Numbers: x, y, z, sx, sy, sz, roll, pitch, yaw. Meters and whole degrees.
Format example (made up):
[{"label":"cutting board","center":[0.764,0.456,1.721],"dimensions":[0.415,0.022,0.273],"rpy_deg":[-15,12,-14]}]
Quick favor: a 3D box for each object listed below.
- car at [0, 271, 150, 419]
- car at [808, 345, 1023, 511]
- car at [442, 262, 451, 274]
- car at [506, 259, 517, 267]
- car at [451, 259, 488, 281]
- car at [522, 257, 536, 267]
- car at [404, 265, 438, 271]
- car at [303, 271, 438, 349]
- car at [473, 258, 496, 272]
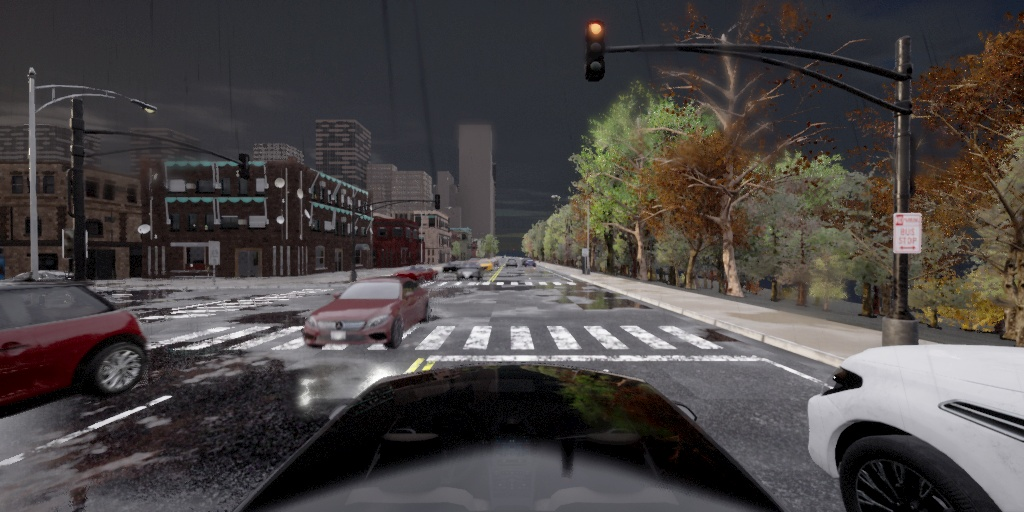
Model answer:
[{"label":"car","center":[-6.604,1.101,3.500],"dimensions":[2.097,1.767,4.553],"rpy_deg":[0,0,0]},{"label":"car","center":[3.356,0.972,0.343],"dimensions":[2.150,2.045,5.566],"rpy_deg":[0,0,0]},{"label":"car","center":[-6.682,1.335,40.994],"dimensions":[1.895,1.301,4.718],"rpy_deg":[0,0,0]},{"label":"car","center":[-0.039,1.286,64.077],"dimensions":[1.994,1.385,4.181],"rpy_deg":[0,0,0]},{"label":"car","center":[-3.408,1.231,29.605],"dimensions":[2.128,1.511,4.902],"rpy_deg":[0,0,0]},{"label":"car","center":[3.219,1.248,64.046],"dimensions":[1.812,1.442,4.674],"rpy_deg":[0,0,0]},{"label":"car","center":[-7.060,1.342,26.761],"dimensions":[1.895,1.301,4.718],"rpy_deg":[0,0,5]},{"label":"car","center":[-3.365,1.273,9.268],"dimensions":[1.812,1.442,4.674],"rpy_deg":[0,0,0]},{"label":"car","center":[-3.440,1.209,45.155],"dimensions":[1.882,1.535,5.008],"rpy_deg":[0,0,0]}]
